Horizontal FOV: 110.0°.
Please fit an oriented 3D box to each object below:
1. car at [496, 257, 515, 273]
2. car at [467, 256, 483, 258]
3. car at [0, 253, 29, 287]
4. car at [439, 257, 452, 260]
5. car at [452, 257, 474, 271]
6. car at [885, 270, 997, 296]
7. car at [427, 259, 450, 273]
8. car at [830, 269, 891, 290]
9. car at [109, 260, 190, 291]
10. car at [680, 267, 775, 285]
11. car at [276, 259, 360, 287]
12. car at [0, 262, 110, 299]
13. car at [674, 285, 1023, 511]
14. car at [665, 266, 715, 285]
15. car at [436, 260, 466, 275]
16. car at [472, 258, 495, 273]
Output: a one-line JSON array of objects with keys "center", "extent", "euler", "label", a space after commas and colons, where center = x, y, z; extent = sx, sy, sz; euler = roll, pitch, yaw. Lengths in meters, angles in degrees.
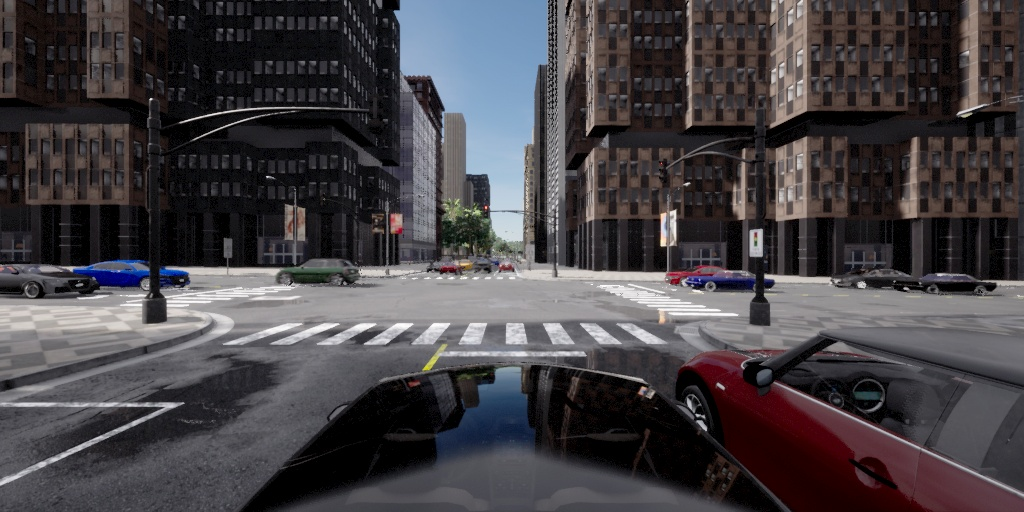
[{"center": [-0.629, 1.193, 43.768], "extent": [1.967, 1.591, 4.097], "euler": [0, 0, 0], "label": "car"}, {"center": [-6.588, 1.009, 59.271], "extent": [2.150, 2.045, 5.566], "euler": [0, 0, 0], "label": "car"}, {"center": [-28.950, 0.721, 18.755], "extent": [4.553, 1.767, 2.097], "euler": [1, 0, 0], "label": "car"}, {"center": [-9.192, 1.080, 49.136], "extent": [2.192, 1.841, 5.009], "euler": [0, 0, 0], "label": "car"}, {"center": [-6.522, 1.242, 48.933], "extent": [1.882, 1.535, 5.008], "euler": [0, 0, 0], "label": "car"}, {"center": [27.004, 1.762, 22.561], "extent": [4.718, 1.301, 1.895], "euler": [1, 0, 0], "label": "car"}, {"center": [-9.154, 1.319, 43.711], "extent": [1.948, 1.339, 4.313], "euler": [0, 0, 0], "label": "car"}, {"center": [25.764, 1.643, 25.799], "extent": [4.892, 1.490, 1.837], "euler": [1, 0, 0], "label": "car"}, {"center": [-19.838, 0.975, 18.813], "extent": [5.008, 1.535, 1.882], "euler": [1, 0, 0], "label": "car"}, {"center": [13.514, 1.567, 22.476], "extent": [4.718, 1.301, 1.895], "euler": [1, 0, 0], "label": "car"}, {"center": [-12.033, 0.954, 22.314], "extent": [4.553, 1.767, 2.097], "euler": [1, 0, 0], "label": "car"}, {"center": [-20.775, 1.052, 15.558], "extent": [4.181, 1.385, 1.994], "euler": [1, 0, 0], "label": "car"}, {"center": [2.763, 1.190, 2.378], "extent": [1.967, 1.591, 4.097], "euler": [0, 0, 0], "label": "car"}, {"center": [13.631, 1.441, 25.733], "extent": [5.008, 1.535, 1.882], "euler": [1, 0, 0], "label": "car"}, {"center": [-6.482, 1.344, 38.539], "extent": [1.895, 1.301, 4.718], "euler": [0, 0, 1], "label": "car"}, {"center": [-3.342, 1.257, 43.065], "extent": [1.837, 1.490, 4.892], "euler": [0, 0, 0], "label": "car"}]
